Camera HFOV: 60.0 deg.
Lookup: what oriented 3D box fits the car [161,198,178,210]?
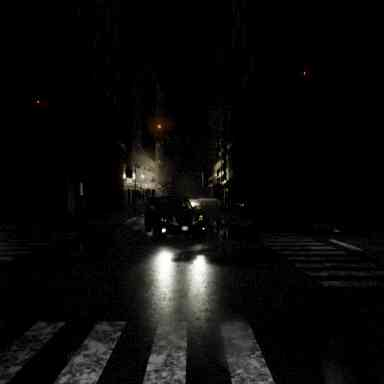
[{"bbox_3d":[-2.870,1.544,43.733,1.994,1.385,4.181,0,0,0],"label":"car"}]

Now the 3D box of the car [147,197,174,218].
[{"bbox_3d":[-2.867,1.342,31.061,2.097,1.767,4.553,0,0,0],"label":"car"}]

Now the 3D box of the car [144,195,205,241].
[{"bbox_3d":[-1.103,1.212,17.220,2.150,2.045,5.566,0,1,-17],"label":"car"}]

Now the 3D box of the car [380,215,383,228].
[{"bbox_3d":[12.339,1.282,16.815,5.009,1.841,2.192,0,0,0],"label":"car"}]

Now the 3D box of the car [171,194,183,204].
[{"bbox_3d":[-2.787,1.332,63.309,2.097,1.767,4.553,0,0,0],"label":"car"}]
